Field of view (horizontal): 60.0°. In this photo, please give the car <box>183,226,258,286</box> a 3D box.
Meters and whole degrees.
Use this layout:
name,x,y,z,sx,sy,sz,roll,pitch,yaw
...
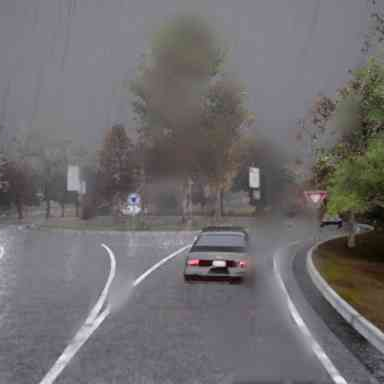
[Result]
name,x,y,z,sx,sy,sz,roll,pitch,yaw
car,0.958,1.741,9.963,2.033,1.411,5.357,0,-2,8

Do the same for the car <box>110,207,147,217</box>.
name,x,y,z,sx,sy,sz,roll,pitch,yaw
car,-9.838,2.900,51.717,5.566,2.045,2.150,1,-3,-22

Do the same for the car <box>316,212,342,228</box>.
name,x,y,z,sx,sy,sz,roll,pitch,yaw
car,13.079,2.607,31.911,2.033,1.411,5.357,-1,-2,16
